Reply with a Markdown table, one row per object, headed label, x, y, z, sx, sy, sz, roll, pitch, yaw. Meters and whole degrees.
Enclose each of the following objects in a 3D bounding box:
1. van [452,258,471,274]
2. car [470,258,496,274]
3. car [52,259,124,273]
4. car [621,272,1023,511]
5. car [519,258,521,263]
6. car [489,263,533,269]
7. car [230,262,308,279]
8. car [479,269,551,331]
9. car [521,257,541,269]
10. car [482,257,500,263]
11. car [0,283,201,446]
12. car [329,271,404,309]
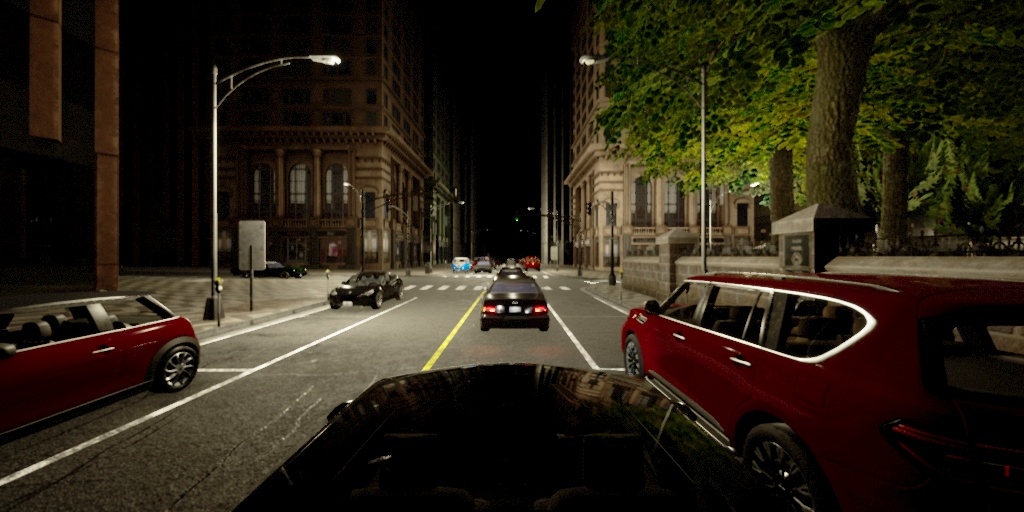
| label | x | y | z | sx | sy | sz | roll | pitch | yaw |
| --- | --- | --- | --- | --- | --- | --- | --- | --- | --- |
| van | -5.871 | 1.074 | 41.460 | 1.690 | 1.789 | 3.998 | 0 | 0 | 0 |
| car | -3.208 | 1.281 | 40.965 | 2.033 | 1.411 | 5.357 | 0 | 0 | 0 |
| car | -31.903 | 0.865 | 26.579 | 4.718 | 1.301 | 1.895 | 1 | 0 | 0 |
| car | 2.759 | 1.064 | 3.790 | 2.192 | 1.841 | 5.009 | 0 | 0 | 0 |
| car | 2.624 | 1.052 | 52.374 | 2.192 | 1.841 | 5.009 | 0 | 0 | 0 |
| car | -0.049 | 1.301 | 20.289 | 1.994 | 1.385 | 4.181 | 0 | 0 | 0 |
| car | -17.928 | 1.080 | 26.683 | 4.718 | 1.301 | 1.895 | 1 | 0 | 0 |
| car | 0.057 | 1.291 | 10.895 | 2.033 | 1.411 | 5.357 | 0 | 0 | 0 |
| car | 2.639 | 1.050 | 46.933 | 2.192 | 1.841 | 5.009 | 0 | 0 | 0 |
| car | -3.236 | 1.285 | 53.077 | 2.033 | 1.411 | 5.357 | 0 | 0 | 0 |
| car | -5.767 | 1.189 | 3.756 | 1.967 | 1.591 | 4.097 | 0 | 0 | 0 |
| car | -5.797 | 1.306 | 14.803 | 1.948 | 1.339 | 4.313 | 0 | 0 | 0 |
